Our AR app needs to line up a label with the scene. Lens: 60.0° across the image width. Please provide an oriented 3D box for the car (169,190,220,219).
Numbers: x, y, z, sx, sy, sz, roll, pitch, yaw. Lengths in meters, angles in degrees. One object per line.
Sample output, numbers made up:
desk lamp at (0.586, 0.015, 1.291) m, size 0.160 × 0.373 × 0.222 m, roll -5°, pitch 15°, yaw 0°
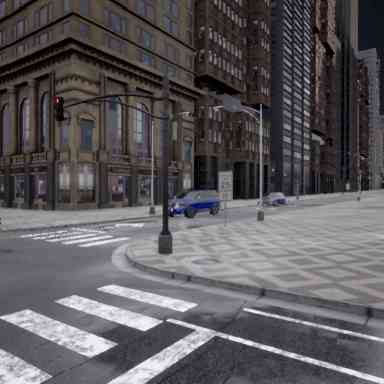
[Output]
car at (0.097, 0.903, 25.922) m, size 2.150 × 2.045 × 5.566 m, roll 0°, pitch 1°, yaw 36°

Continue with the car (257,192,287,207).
car at (9.375, 0.818, 38.908) m, size 2.097 × 1.767 × 4.553 m, roll 0°, pitch 1°, yaw 36°
